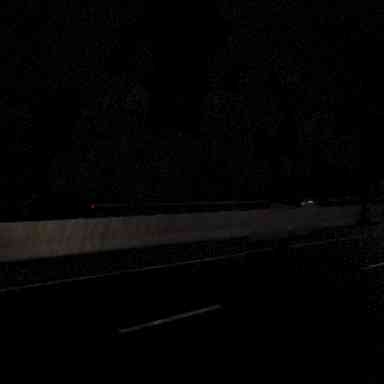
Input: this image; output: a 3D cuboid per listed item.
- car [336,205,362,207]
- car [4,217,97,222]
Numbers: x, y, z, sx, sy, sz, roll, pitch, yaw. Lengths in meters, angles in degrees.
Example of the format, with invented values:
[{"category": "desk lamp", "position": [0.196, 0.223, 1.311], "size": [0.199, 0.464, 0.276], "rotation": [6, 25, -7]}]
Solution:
[{"category": "car", "position": [21.319, 1.235, 44.927], "size": [5.008, 1.535, 1.882], "rotation": [0, 1, -35]}, {"category": "car", "position": [-7.236, 1.384, 16.023], "size": [5.357, 1.411, 2.033], "rotation": [0, 1, -35]}]
